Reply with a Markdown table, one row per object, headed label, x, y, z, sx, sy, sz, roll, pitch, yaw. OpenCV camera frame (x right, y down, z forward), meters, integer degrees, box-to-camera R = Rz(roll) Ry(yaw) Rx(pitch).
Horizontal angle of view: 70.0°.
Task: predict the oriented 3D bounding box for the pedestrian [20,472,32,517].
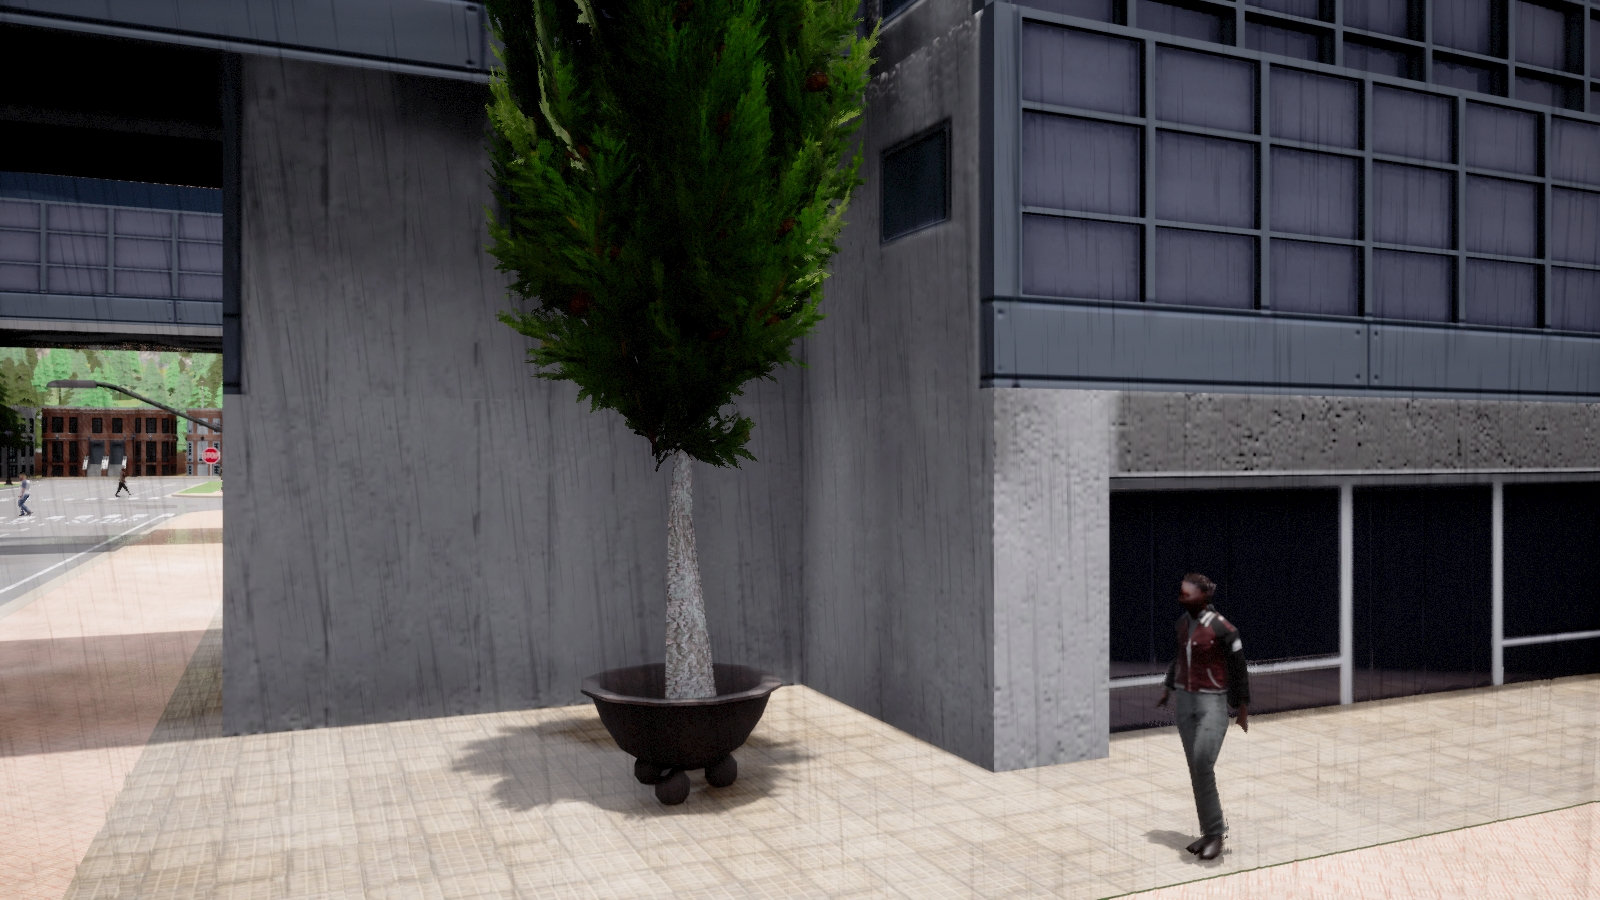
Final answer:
| label | x | y | z | sx | sy | sz | roll | pitch | yaw |
| --- | --- | --- | --- | --- | --- | --- | --- | --- | --- |
| pedestrian | -32.436 | 1.848 | 47.890 | 0.375 | 1.860 | 0.375 | 0 | 0 | -24 |

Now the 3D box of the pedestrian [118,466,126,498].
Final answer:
| label | x | y | z | sx | sy | sz | roll | pitch | yaw |
| --- | --- | --- | --- | --- | --- | --- | --- | --- | --- |
| pedestrian | -39.473 | 1.837 | 66.491 | 0.375 | 1.860 | 0.375 | 0 | 0 | -24 |

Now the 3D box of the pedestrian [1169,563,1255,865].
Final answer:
| label | x | y | z | sx | sy | sz | roll | pitch | yaw |
| --- | --- | --- | --- | --- | --- | --- | --- | --- | --- |
| pedestrian | 2.701 | 1.698 | 7.493 | 0.375 | 1.860 | 0.375 | 0 | 0 | -28 |
